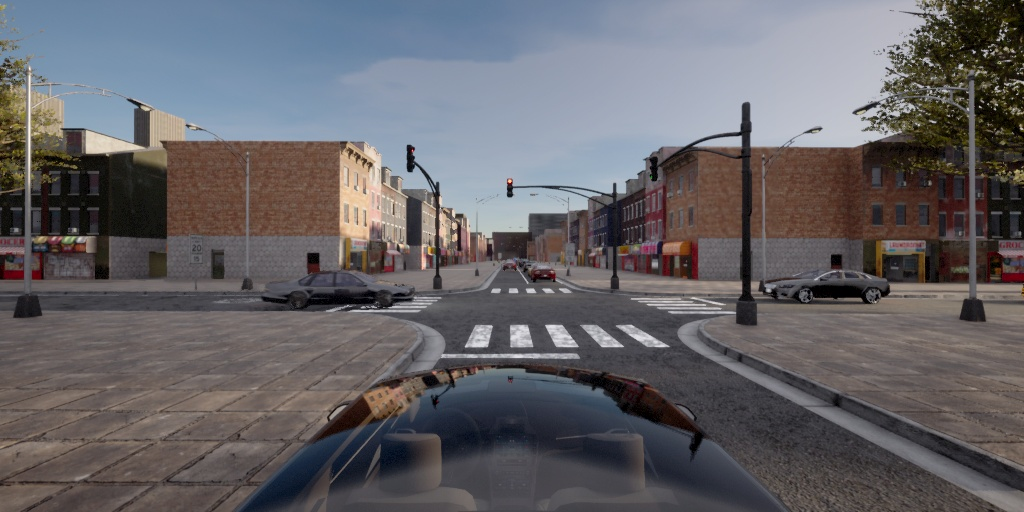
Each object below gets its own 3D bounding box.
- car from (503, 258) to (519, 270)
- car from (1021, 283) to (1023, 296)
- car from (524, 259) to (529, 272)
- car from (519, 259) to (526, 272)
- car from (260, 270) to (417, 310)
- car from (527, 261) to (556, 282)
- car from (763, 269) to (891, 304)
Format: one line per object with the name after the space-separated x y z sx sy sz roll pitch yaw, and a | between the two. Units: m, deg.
-0.302 1.348 53.468 1.812 1.442 4.674 0 0 0 | car
26.754 1.411 16.475 5.008 1.535 1.882 1 0 0 | car
2.384 1.300 34.502 1.751 1.417 4.829 0 0 0 | car
2.297 1.365 45.690 1.948 1.339 4.313 0 0 0 | car
-6.530 1.274 13.980 5.357 1.411 2.033 0 0 -8 | car
2.430 1.312 28.653 1.888 1.381 4.507 0 0 0 | car
14.268 1.333 16.444 4.902 1.511 2.128 0 0 1 | car
